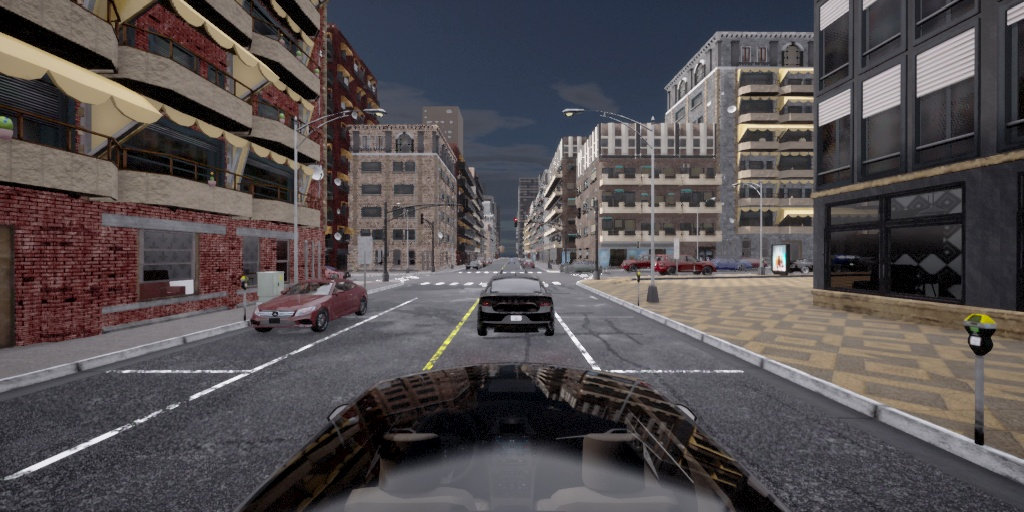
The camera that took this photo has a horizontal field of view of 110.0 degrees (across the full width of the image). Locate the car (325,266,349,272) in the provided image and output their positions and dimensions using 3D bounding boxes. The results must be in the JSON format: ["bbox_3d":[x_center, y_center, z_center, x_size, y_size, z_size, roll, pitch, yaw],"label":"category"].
[{"bbox_3d":[-17.187,1.610,33.046,4.181,1.385,1.994,-1,0,-1],"label":"car"}]

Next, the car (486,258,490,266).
[{"bbox_3d":[-5.712,1.086,64.151,2.192,1.841,5.009,0,0,0],"label":"car"}]

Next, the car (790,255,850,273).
[{"bbox_3d":[25.793,0.822,30.850,4.313,1.339,1.948,0,0,-1],"label":"car"}]

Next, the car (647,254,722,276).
[{"bbox_3d":[14.700,0.778,30.750,5.009,1.841,2.192,0,0,-1],"label":"car"}]

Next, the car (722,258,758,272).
[{"bbox_3d":[21.472,0.873,36.602,5.357,1.411,2.033,-1,0,-1],"label":"car"}]

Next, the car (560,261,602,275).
[{"bbox_3d":[6.989,1.159,36.469,4.181,1.385,1.994,-1,0,0],"label":"car"}]

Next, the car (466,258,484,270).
[{"bbox_3d":[-5.708,1.330,52.786,1.948,1.339,4.313,0,0,0],"label":"car"}]

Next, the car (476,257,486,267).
[{"bbox_3d":[-5.710,1.293,58.299,1.751,1.417,4.829,0,0,0],"label":"car"}]

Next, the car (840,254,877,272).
[{"bbox_3d":[31.340,0.717,30.901,4.313,1.339,1.948,0,0,-1],"label":"car"}]

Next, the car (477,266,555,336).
[{"bbox_3d":[0.096,1.227,10.424,1.882,1.535,5.008,0,0,0],"label":"car"}]

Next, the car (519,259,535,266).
[{"bbox_3d":[2.670,1.207,58.474,1.967,1.591,4.097,0,0,0],"label":"car"}]

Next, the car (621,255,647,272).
[{"bbox_3d":[14.562,0.764,39.129,5.009,1.841,2.192,0,0,-1],"label":"car"}]

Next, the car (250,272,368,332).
[{"bbox_3d":[-5.744,1.332,10.763,1.802,1.307,4.207,0,0,0],"label":"car"}]

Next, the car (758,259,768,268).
[{"bbox_3d":[25.654,0.824,39.230,4.207,1.307,1.802,0,0,-1],"label":"car"}]
